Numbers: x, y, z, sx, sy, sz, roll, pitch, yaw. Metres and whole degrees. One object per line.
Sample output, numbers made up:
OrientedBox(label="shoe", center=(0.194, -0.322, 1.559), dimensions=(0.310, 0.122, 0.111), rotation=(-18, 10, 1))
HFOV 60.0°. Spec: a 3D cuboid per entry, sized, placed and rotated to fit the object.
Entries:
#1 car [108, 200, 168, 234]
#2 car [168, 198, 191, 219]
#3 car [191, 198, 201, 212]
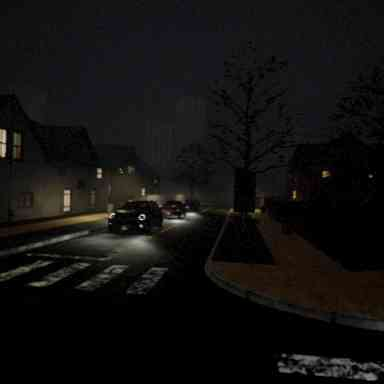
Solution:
OrientedBox(label="car", center=(-3.056, 1.254, 18.892), dimensions=(2.097, 1.767, 4.553), rotation=(2, 0, 8))
OrientedBox(label="car", center=(-1.591, 1.461, 29.209), dimensions=(1.812, 1.442, 4.674), rotation=(2, 0, 8))
OrientedBox(label="car", center=(-0.110, 1.459, 39.497), dimensions=(2.128, 1.511, 4.902), rotation=(2, 0, 8))
